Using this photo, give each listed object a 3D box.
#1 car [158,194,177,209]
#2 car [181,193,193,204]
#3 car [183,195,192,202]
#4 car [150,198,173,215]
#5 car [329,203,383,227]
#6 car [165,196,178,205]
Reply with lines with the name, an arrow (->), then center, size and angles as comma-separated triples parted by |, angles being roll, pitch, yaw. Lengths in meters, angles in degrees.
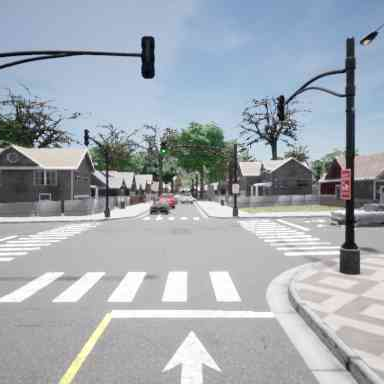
car -> -3.473, 1.258, 46.126 | 2.150, 2.045, 5.566 | 0, 0, -1
car -> -0.946, 1.291, 65.860 | 2.150, 2.045, 5.566 | 0, 0, -1
car -> -1.112, 1.476, 76.249 | 1.994, 1.385, 4.181 | 0, 0, -1
car -> -3.294, 1.621, 34.627 | 1.895, 1.301, 4.718 | 0, 0, -1
car -> 10.834, 1.352, 19.912 | 4.718, 1.301, 1.895 | -1, 0, -1
car -> -3.685, 1.553, 60.902 | 2.128, 1.511, 4.902 | 0, 0, 0
